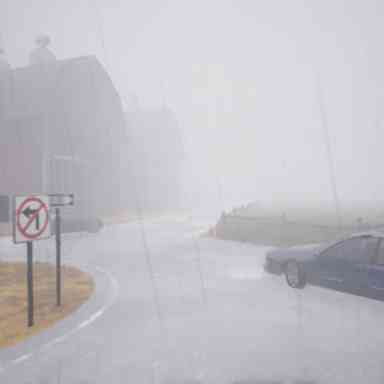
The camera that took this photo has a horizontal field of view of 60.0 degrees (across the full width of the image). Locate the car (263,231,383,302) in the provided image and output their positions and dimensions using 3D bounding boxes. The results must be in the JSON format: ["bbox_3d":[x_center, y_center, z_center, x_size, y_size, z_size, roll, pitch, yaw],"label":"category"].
[{"bbox_3d":[4.075,1.545,6.999,2.033,1.411,5.357,-1,0,-37],"label":"car"}]

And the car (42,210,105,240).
[{"bbox_3d":[-7.185,1.744,18.821,1.812,1.442,4.674,-1,0,42],"label":"car"}]
